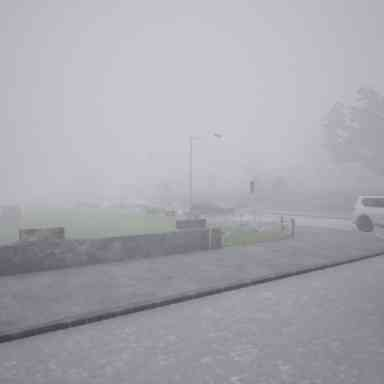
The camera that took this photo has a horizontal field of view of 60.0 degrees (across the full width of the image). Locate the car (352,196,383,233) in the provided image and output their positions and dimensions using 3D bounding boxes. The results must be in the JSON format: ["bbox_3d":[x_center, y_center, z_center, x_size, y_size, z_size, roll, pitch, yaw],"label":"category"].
[{"bbox_3d":[11.017,1.223,17.281,2.150,2.045,5.566,1,-1,-19],"label":"car"}]

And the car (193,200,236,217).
[{"bbox_3d":[2.047,1.477,31.316,1.882,1.535,5.008,0,0,-36],"label":"car"}]

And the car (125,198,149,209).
[{"bbox_3d":[-7.526,1.526,44.751,1.812,1.442,4.674,0,0,-35],"label":"car"}]
